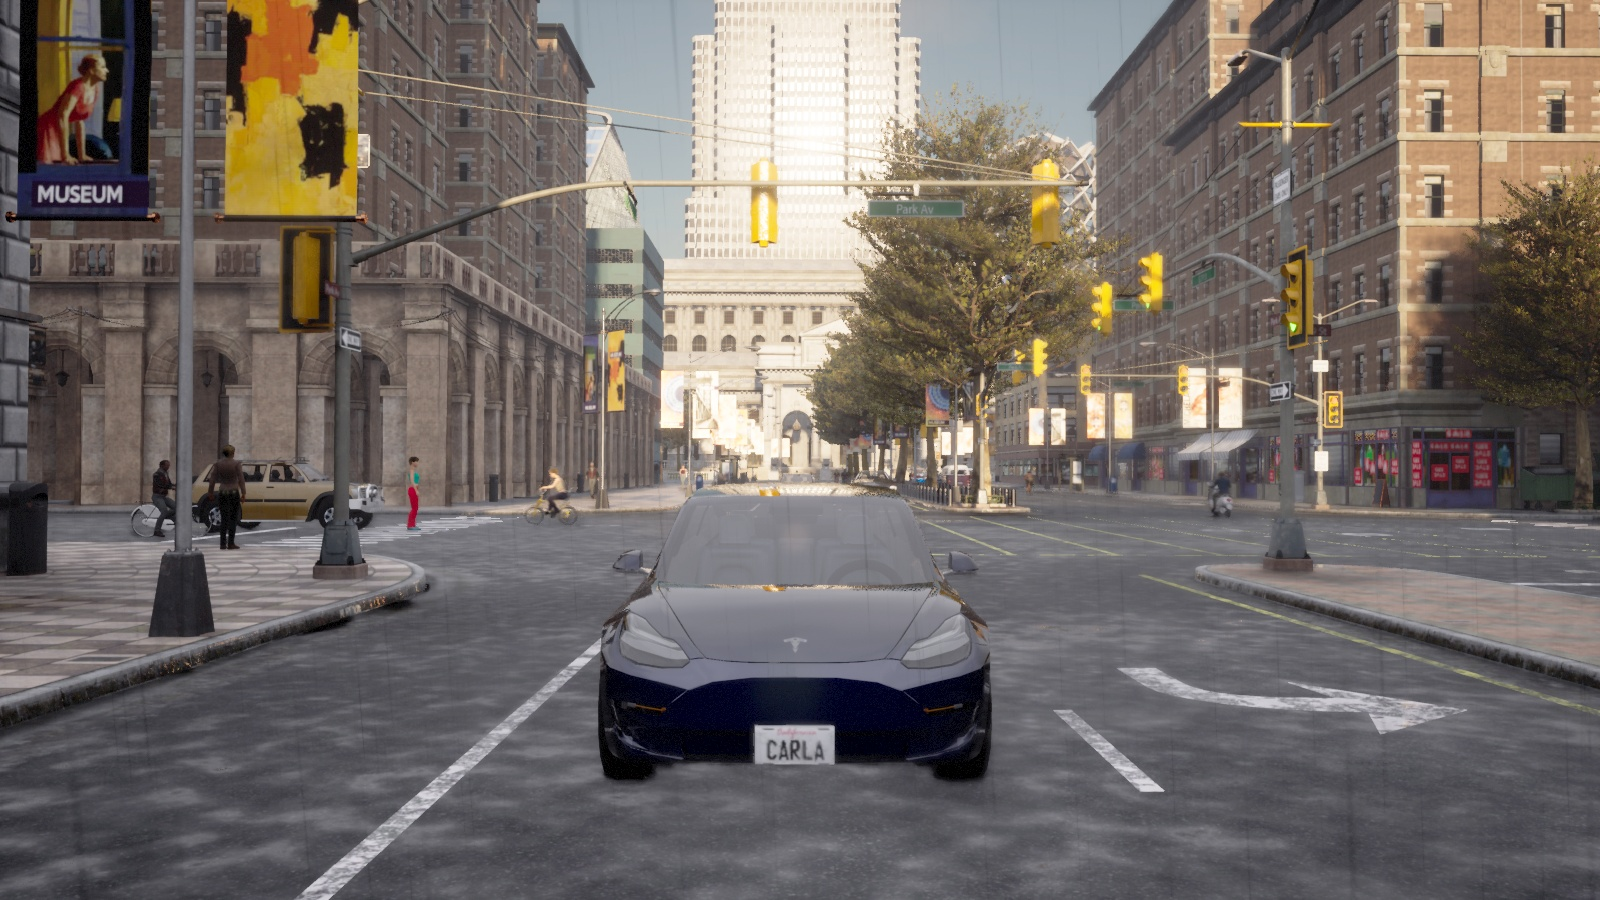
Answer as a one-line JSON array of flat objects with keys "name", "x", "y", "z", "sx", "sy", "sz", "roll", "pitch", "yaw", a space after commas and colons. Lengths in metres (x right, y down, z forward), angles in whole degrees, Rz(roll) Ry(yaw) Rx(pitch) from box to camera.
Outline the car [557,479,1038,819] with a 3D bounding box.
[{"name": "car", "x": -0.020, "y": 0.950, "z": 8.059, "sx": 2.163, "sy": 1.488, "sz": 4.792, "roll": 0, "pitch": -1, "yaw": 0}]

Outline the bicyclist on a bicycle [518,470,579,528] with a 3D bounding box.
[{"name": "bicyclist on a bicycle", "x": -7.051, "y": 1.370, "z": 35.242, "sx": 1.509, "sy": 1.612, "sz": 0.866, "roll": 0, "pitch": -1, "yaw": 3}]

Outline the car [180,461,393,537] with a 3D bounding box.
[{"name": "car", "x": -12.935, "y": 1.216, "z": 31.817, "sx": 4.605, "sy": 1.855, "sz": 1.932, "roll": 0, "pitch": -1, "yaw": 0}]

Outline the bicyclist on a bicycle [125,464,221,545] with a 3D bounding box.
[{"name": "bicyclist on a bicycle", "x": -14.120, "y": 1.216, "z": 28.301, "sx": 1.843, "sy": 1.776, "sz": 0.659, "roll": 0, "pitch": -1, "yaw": 0}]

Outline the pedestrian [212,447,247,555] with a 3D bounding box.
[{"name": "pedestrian", "x": -9.950, "y": 0.878, "z": 21.896, "sx": 0.331, "sy": 1.846, "sz": 0.634, "roll": 0, "pitch": -1, "yaw": -2}]

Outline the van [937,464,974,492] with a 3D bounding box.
[{"name": "van", "x": 11.279, "y": 2.023, "z": 91.366, "sx": 2.069, "sy": 2.038, "sz": 4.480, "roll": 0, "pitch": -1, "yaw": 0}]

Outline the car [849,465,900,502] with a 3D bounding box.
[{"name": "car", "x": 3.435, "y": 1.566, "z": 58.898, "sx": 2.152, "sy": 1.651, "sz": 5.027, "roll": 0, "pitch": -1, "yaw": 1}]

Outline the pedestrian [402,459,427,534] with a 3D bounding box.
[{"name": "pedestrian", "x": -9.514, "y": 1.137, "z": 30.992, "sx": 0.594, "sy": 1.836, "sz": 0.345, "roll": 0, "pitch": -1, "yaw": -15}]

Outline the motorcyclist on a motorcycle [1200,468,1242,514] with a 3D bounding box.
[{"name": "motorcyclist on a motorcycle", "x": 14.893, "y": 1.453, "z": 44.436, "sx": 0.866, "sy": 1.590, "sz": 1.817, "roll": 0, "pitch": -1, "yaw": 0}]

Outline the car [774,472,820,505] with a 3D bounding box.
[{"name": "car", "x": -0.146, "y": 1.829, "z": 60.535, "sx": 2.163, "sy": 1.488, "sz": 4.792, "roll": 0, "pitch": -1, "yaw": 0}]

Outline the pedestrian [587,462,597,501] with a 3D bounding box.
[{"name": "pedestrian", "x": -10.165, "y": 1.542, "z": 61.481, "sx": 0.376, "sy": 1.854, "sz": 0.720, "roll": 0, "pitch": -1, "yaw": 0}]
